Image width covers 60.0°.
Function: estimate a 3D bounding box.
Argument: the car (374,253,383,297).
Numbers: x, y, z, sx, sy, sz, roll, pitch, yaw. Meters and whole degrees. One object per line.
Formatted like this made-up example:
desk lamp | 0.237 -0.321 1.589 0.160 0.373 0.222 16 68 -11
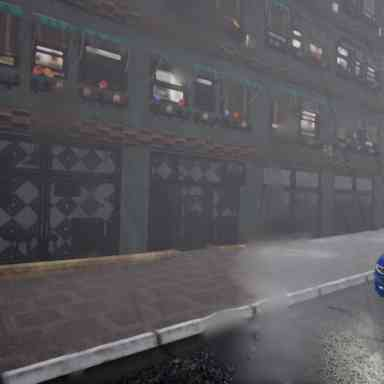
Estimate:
car | 5.949 1.480 7.336 5.008 1.535 1.882 0 0 -36
